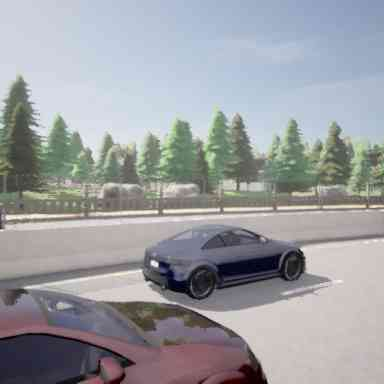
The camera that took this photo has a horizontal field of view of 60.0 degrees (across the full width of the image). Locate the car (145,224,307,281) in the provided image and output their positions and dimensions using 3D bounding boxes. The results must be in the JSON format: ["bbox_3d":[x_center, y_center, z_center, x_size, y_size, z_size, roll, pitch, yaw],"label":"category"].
[{"bbox_3d":[0.886,1.510,8.276,4.181,1.385,1.994,0,0,-32],"label":"car"}]

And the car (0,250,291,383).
[{"bbox_3d":[-1.348,1.547,2.643,4.181,1.385,1.994,0,0,-35],"label":"car"}]
